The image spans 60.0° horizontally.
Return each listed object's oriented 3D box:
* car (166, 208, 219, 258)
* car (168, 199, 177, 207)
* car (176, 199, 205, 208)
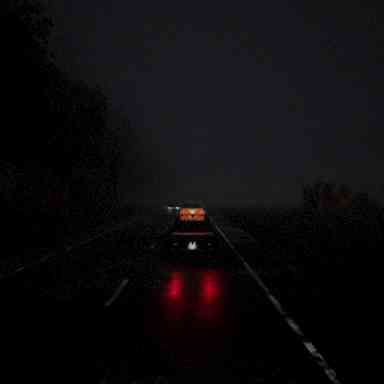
[{"bbox_3d":[0.032,1.631,13.475,2.128,1.511,4.902,0,0,1],"label":"car"},{"bbox_3d":[-3.476,2.137,64.493,1.837,1.490,4.892,0,0,1],"label":"car"},{"bbox_3d":[0.042,1.638,28.379,2.097,1.767,4.553,0,-1,1],"label":"car"}]
